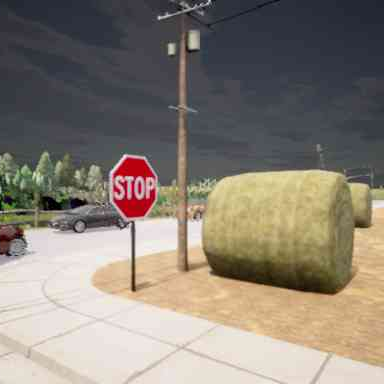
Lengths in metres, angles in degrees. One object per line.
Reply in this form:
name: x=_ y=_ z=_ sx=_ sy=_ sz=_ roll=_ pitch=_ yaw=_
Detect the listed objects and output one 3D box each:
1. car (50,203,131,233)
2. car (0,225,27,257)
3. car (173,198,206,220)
car: x=-5.691 y=1.436 z=19.221 sx=1.837 sy=1.490 sz=4.892 roll=0 pitch=0 yaw=38
car: x=-6.924 y=1.432 z=9.651 sx=1.882 sy=1.535 sz=5.008 roll=-2 pitch=0 yaw=6
car: x=0.542 y=1.288 z=27.111 sx=2.097 sy=1.767 sz=4.553 roll=0 pitch=0 yaw=38
